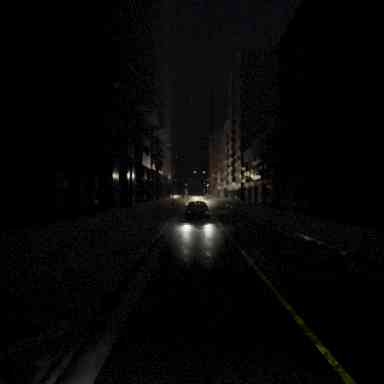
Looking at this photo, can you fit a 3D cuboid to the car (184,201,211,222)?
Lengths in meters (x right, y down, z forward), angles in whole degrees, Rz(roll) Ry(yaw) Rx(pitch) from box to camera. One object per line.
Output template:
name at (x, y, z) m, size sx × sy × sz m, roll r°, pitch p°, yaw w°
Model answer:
car at (0.417, 1.419, 25.671) m, size 1.882 × 1.535 × 5.008 m, roll 0°, pitch 0°, yaw 0°
